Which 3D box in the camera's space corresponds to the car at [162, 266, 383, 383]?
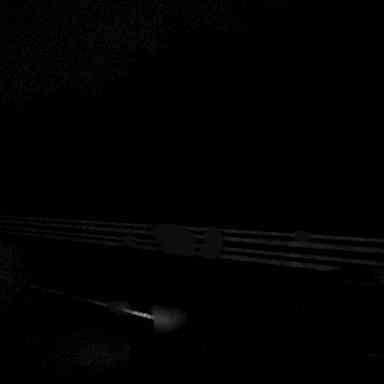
[{"bbox_3d":[1.822,1.608,3.756,4.674,1.442,1.812,-1,-1,33],"label":"car"}]
